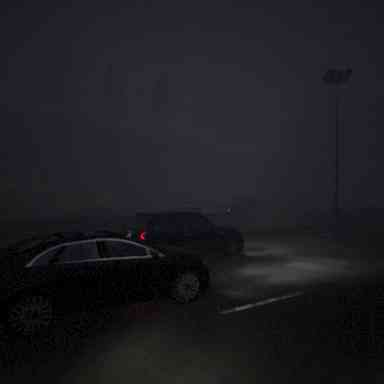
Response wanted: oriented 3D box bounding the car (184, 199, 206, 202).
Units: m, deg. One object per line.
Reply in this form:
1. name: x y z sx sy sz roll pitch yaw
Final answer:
1. car: -0.165 1.649 37.744 4.553 1.767 2.097 1 0 -34

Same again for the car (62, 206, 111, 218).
1. car: -7.326 1.708 24.373 4.181 1.385 1.994 1 -1 -35

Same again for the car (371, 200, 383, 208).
1. car: 35.098 2.271 61.280 4.181 1.385 1.994 1 -1 -35

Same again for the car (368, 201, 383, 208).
1. car: 26.771 2.114 47.135 4.181 1.385 1.994 1 -1 -34

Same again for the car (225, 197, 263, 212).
1. car: 5.492 1.555 37.321 5.566 2.045 2.150 1 -1 -33

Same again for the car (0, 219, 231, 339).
1. car: -1.829 1.532 6.667 4.902 1.511 2.128 1 -1 -35

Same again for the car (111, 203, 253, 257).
1. car: -0.268 1.445 12.000 4.553 1.767 2.097 1 -1 -35

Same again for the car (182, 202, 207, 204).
1. car: -0.585 1.718 24.764 4.674 1.442 1.812 1 0 -34
